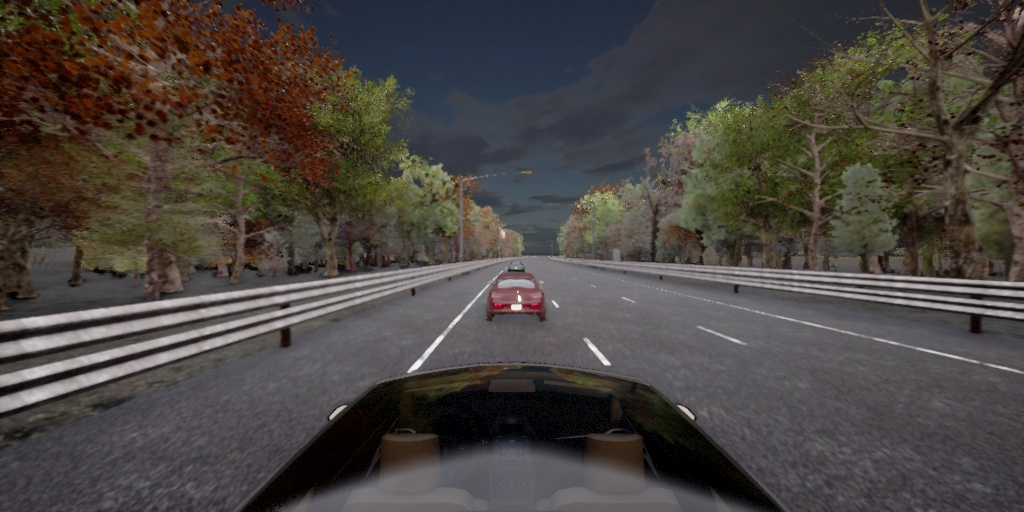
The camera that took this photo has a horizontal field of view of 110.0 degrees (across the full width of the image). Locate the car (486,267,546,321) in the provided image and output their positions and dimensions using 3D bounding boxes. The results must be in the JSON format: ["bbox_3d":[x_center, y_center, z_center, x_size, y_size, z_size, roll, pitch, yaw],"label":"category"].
[{"bbox_3d":[0.139,1.277,12.364,1.812,1.442,4.674,0,0,0],"label":"car"}]

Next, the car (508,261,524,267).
[{"bbox_3d":[0.518,1.316,42.560,1.994,1.385,4.181,0,0,1],"label":"car"}]
